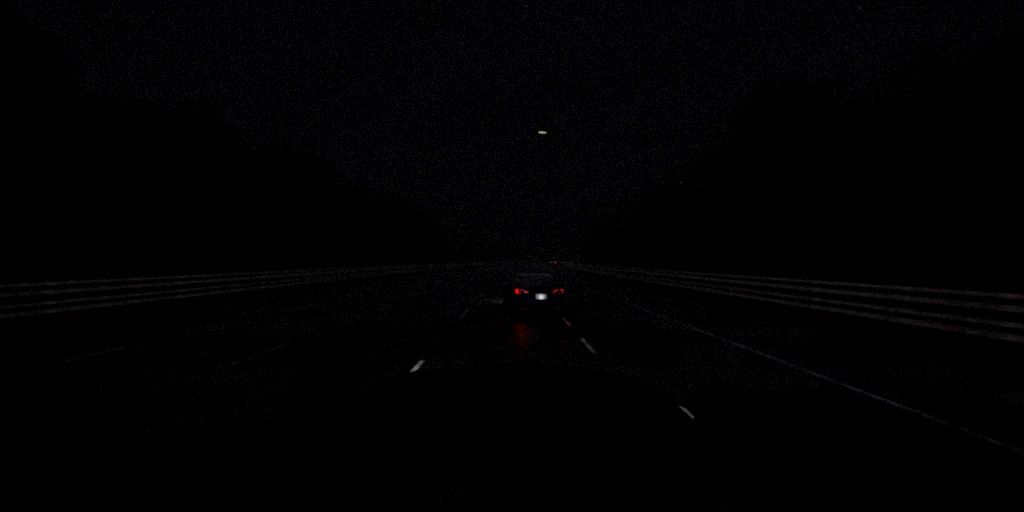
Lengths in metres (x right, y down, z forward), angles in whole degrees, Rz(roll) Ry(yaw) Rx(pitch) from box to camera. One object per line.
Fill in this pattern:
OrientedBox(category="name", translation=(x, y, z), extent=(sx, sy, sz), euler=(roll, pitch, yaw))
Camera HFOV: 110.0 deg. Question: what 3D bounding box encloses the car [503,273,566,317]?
OrientedBox(category="car", translation=(0.753, 1.385, 13.934), extent=(2.163, 1.488, 4.792), euler=(0, -1, -5))
